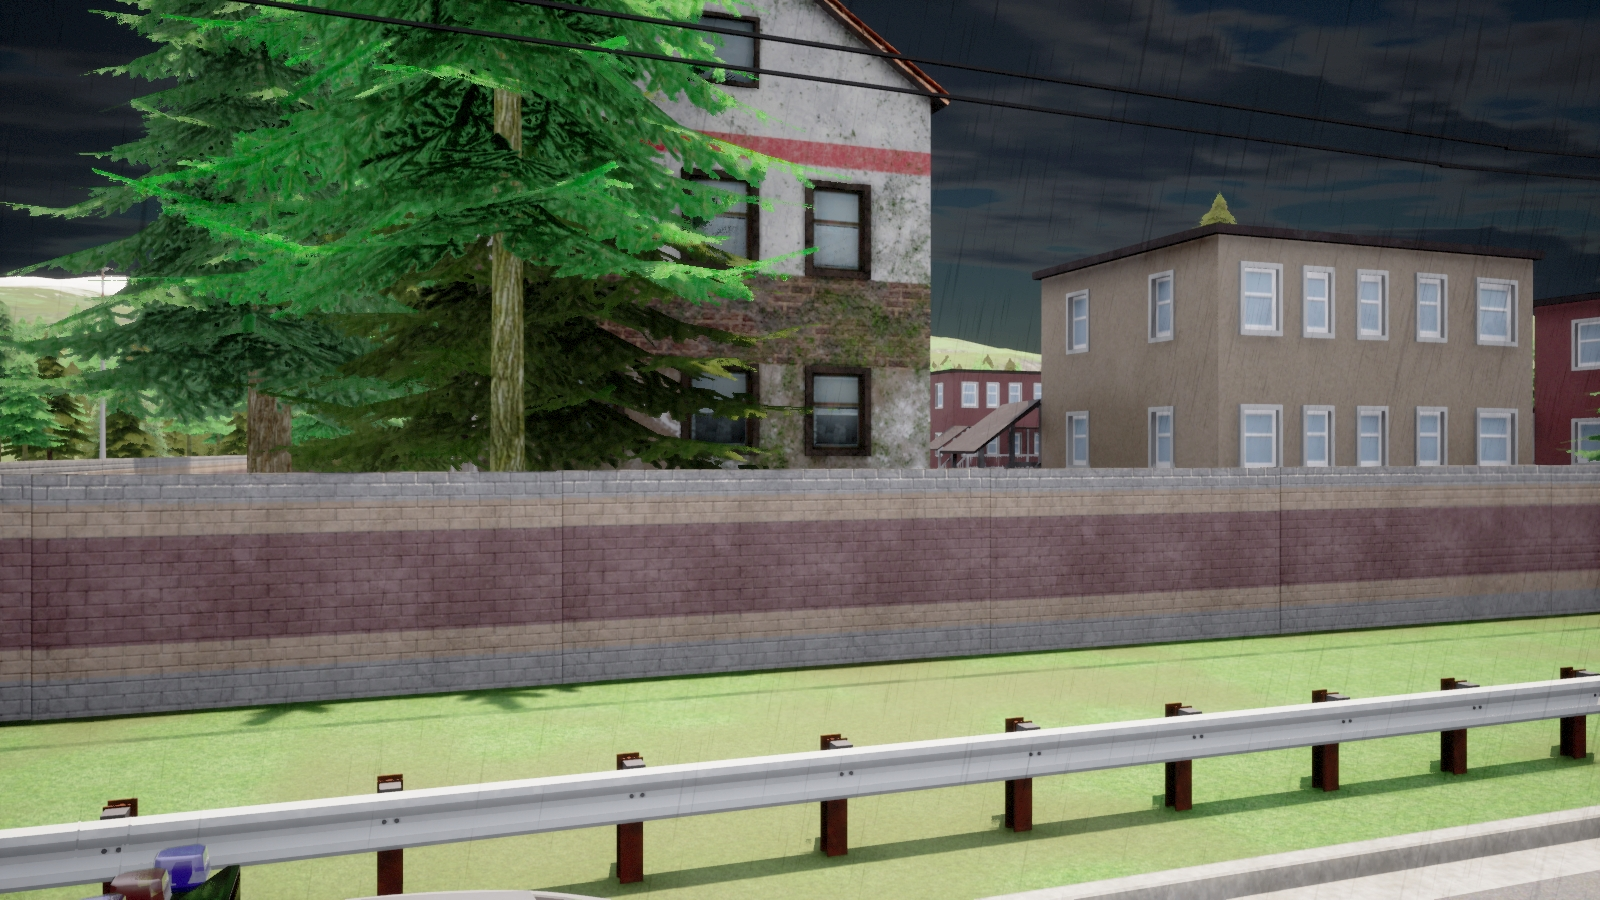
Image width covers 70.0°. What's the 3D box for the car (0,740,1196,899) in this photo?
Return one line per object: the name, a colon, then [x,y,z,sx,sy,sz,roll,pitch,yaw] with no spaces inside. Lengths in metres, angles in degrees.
car: [-1.671,1.982,2.695,5.238,1.638,2.097,0,0,-20]
